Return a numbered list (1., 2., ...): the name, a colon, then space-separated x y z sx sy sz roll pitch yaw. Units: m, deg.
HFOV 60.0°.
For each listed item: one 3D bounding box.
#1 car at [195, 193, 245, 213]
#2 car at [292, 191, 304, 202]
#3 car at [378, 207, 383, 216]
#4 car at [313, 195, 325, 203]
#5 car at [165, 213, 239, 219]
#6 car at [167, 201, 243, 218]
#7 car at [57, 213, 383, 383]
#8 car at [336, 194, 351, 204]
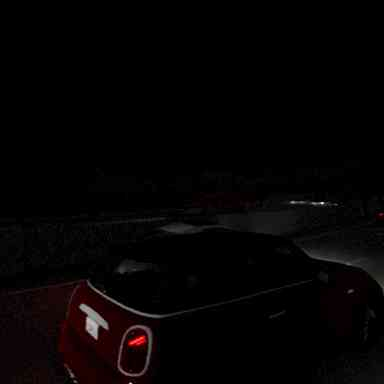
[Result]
1. car: 1.683 1.130 24.388 2.150 2.045 5.566 0 0 44
2. car: 20.896 0.831 65.698 2.150 2.045 5.566 0 0 15
3. car: 13.306 1.365 21.283 2.033 1.411 5.357 0 0 41
4. car: 22.870 1.155 59.878 2.033 1.411 5.357 0 0 19
5. car: 0.268 1.497 8.661 4.674 1.442 1.812 -1 0 -39
6. car: 0.486 1.463 18.358 4.674 1.442 1.812 -1 0 -44
7. car: 0.707 1.333 4.555 4.553 1.767 2.097 -1 0 -37
8. car: 23.956 1.127 52.754 1.837 1.490 4.892 0 0 22
